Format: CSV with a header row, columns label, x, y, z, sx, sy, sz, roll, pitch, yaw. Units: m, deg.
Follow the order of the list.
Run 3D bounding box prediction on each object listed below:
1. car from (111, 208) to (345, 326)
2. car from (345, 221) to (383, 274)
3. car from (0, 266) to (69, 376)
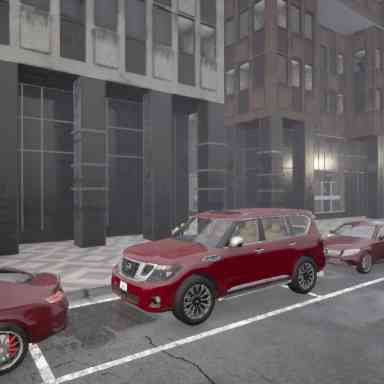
label,x,y,z,sx,sy,sz,roll,pitch,yaw
car,0.853,1.315,7.252,5.009,1.841,2.192,0,0,-35
car,5.420,1.582,10.496,4.206,1.307,1.802,0,0,-35
car,-3.714,1.582,4.006,4.206,1.307,1.802,0,0,-35
